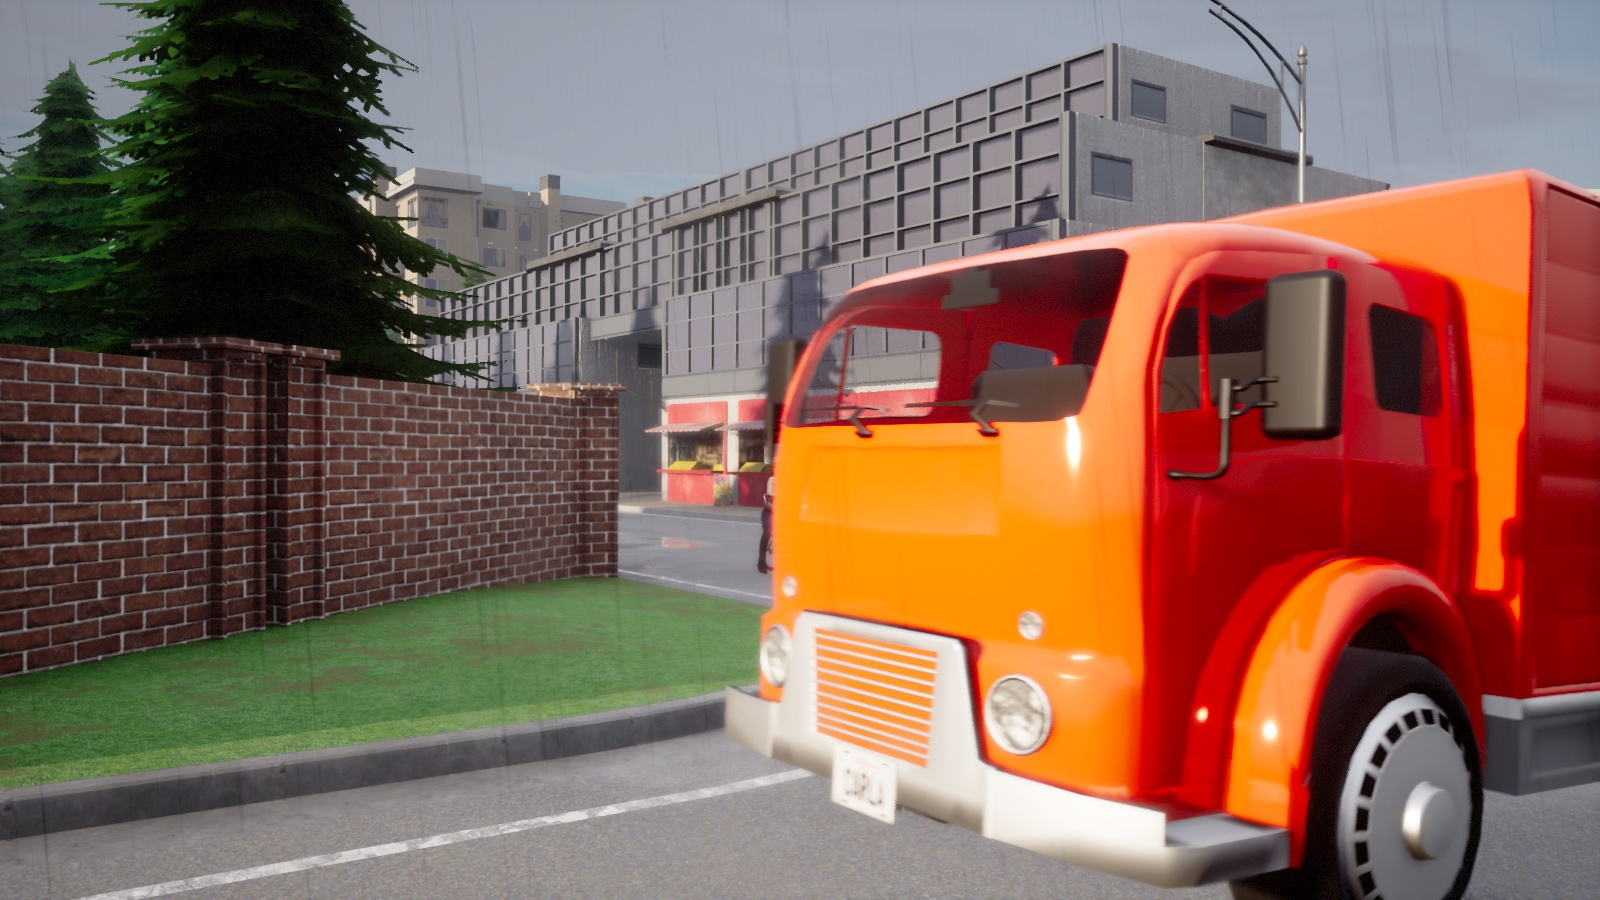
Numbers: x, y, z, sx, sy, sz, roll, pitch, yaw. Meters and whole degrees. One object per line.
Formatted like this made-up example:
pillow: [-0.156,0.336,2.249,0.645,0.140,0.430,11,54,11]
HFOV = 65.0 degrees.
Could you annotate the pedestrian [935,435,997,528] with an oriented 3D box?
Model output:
pedestrian: [3.385,0.637,25.634,0.874,1.855,0.900,0,0,-30]

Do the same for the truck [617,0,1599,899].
truck: [2.241,0.314,5.217,5.204,2.467,2.627,4,-2,-35]
